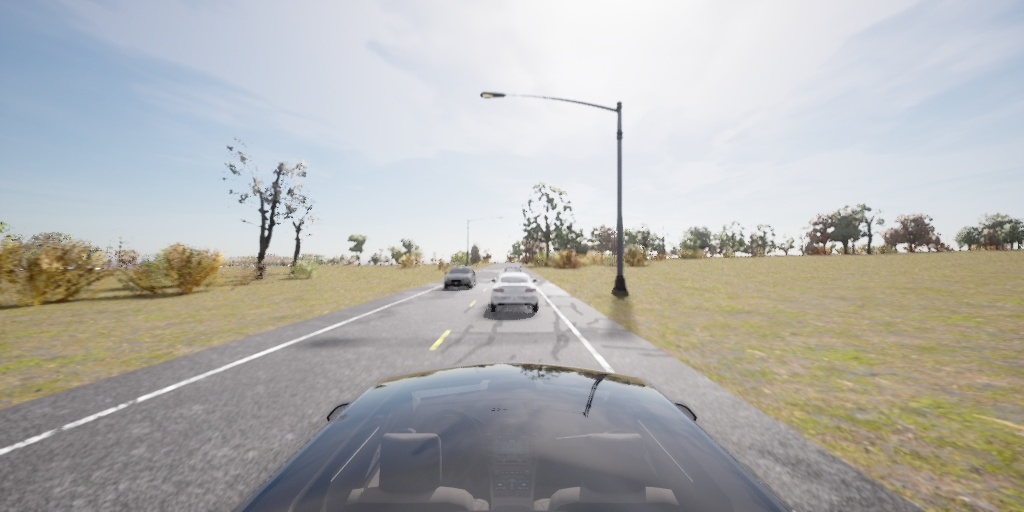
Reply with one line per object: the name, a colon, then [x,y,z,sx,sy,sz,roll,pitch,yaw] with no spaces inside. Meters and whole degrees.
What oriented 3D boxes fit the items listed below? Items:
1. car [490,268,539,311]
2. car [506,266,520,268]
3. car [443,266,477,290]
car: [0.095,1.397,15.079,1.812,1.442,4.674,0,-1,0]
car: [0.091,1.667,36.428,1.895,1.301,4.718,0,-1,0]
car: [-3.505,1.466,24.928,1.837,1.490,4.892,0,-1,0]
